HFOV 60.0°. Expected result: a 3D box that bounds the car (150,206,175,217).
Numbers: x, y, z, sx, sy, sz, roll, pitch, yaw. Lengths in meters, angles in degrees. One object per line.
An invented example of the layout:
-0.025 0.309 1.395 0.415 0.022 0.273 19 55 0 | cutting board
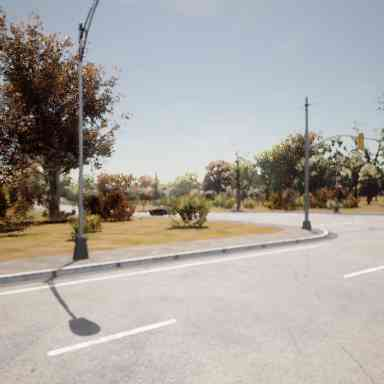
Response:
-3.566 2.448 42.091 1.895 1.301 4.718 0 -3 -32 | car
